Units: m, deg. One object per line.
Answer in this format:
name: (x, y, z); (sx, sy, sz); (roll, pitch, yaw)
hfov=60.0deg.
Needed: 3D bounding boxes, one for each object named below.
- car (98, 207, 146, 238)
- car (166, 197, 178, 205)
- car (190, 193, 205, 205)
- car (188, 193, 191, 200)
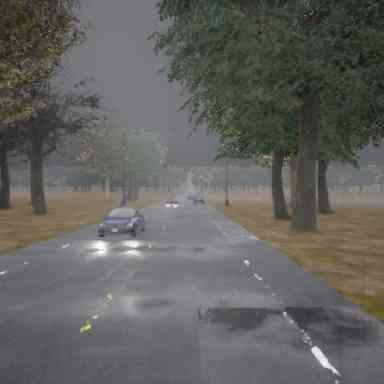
car: (-3.599, 1.534, 17.794); (1.812, 1.442, 4.674); (0, 0, 0)
car: (-3.532, 1.536, 59.593); (1.994, 1.385, 4.181); (0, 0, 1)
car: (1.224, 1.323, 59.812); (2.097, 1.767, 4.553); (0, 0, 0)
car: (-0.001, 1.084, 79.151); (2.097, 1.767, 4.553); (0, 0, 0)
